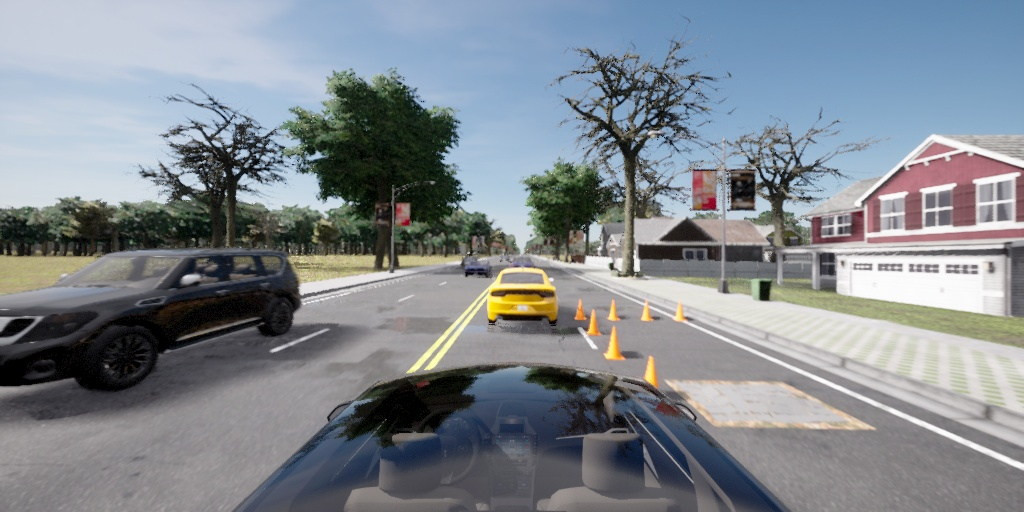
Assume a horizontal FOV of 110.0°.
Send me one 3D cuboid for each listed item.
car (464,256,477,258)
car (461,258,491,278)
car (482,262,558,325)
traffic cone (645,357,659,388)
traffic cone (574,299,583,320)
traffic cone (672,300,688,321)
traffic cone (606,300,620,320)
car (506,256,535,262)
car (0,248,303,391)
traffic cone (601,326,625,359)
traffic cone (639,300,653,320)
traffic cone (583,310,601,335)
[{"bbox_3d":[-5.400,0.725,46.277,2.128,1.511,4.902,0,1,2],"label":"car"},{"bbox_3d":[-2.639,1.031,28.859,1.895,1.301,4.718,0,1,2],"label":"car"},{"bbox_3d":[0.332,1.119,11.389,1.882,1.535,5.008,0,1,2],"label":"car"},{"bbox_3d":[1.916,1.683,4.940,0.340,0.580,0.340,0,0,2],"label":"traffic cone"},{"bbox_3d":[2.082,1.616,10.938,0.340,0.580,0.340,0,0,2],"label":"traffic cone"},{"bbox_3d":[5.080,1.641,10.855,0.340,0.580,0.340,0,0,2],"label":"traffic cone"},{"bbox_3d":[3.081,1.625,10.910,0.340,0.580,0.340,0,0,2],"label":"traffic cone"},{"bbox_3d":[0.834,0.803,29.526,2.097,1.767,4.553,0,1,2],"label":"car"},{"bbox_3d":[-6.492,0.859,6.907,2.150,2.045,5.566,0,1,2],"label":"car"},{"bbox_3d":[1.972,1.661,6.940,0.340,0.580,0.340,0,0,2],"label":"traffic cone"},{"bbox_3d":[4.081,1.633,10.882,0.340,0.580,0.340,0,0,2],"label":"traffic cone"},{"bbox_3d":[2.027,1.638,8.939,0.340,0.580,0.340,0,0,2],"label":"traffic cone"}]
